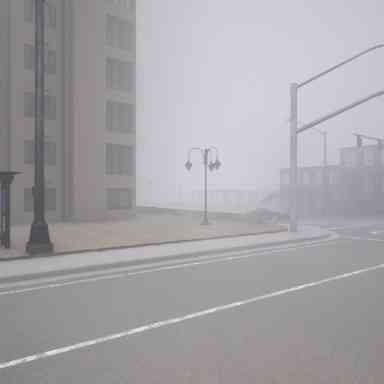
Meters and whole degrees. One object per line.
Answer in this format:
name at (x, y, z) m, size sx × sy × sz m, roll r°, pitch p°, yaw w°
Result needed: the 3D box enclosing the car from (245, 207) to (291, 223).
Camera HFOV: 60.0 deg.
car at (7.248, 2.170, 31.680) m, size 1.882 × 1.535 × 5.008 m, roll 0°, pitch -6°, yaw -36°
